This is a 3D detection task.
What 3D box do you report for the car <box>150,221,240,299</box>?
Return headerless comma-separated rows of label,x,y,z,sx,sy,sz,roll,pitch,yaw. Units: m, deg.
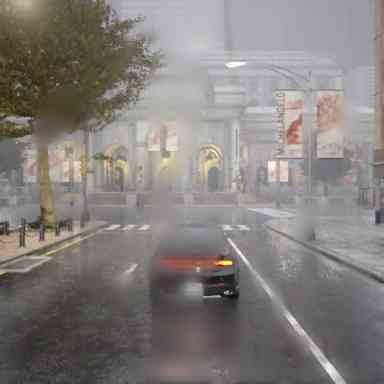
car,0.064,1.502,8.449,1.837,1.490,4.892,0,0,0
